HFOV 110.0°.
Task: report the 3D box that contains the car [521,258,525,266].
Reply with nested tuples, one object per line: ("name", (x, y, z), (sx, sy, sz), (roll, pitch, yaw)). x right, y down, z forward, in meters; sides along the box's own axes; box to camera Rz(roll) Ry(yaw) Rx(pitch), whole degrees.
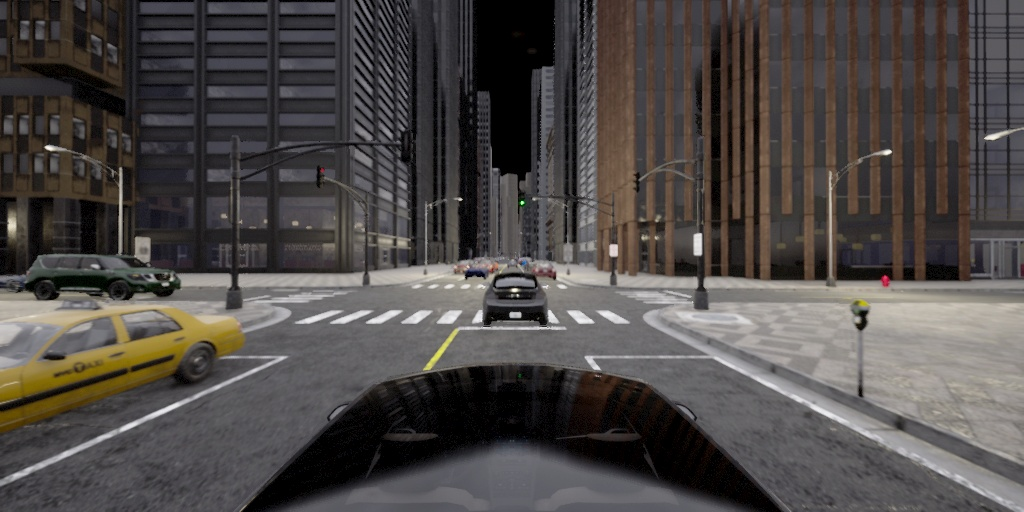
("car", (2.768, 1.411, 53.909), (1.948, 1.339, 4.313), (0, 0, 0))

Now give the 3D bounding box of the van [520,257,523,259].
("van", (2.768, 1.210, 65.126), (1.690, 1.789, 3.998), (0, 0, 0))

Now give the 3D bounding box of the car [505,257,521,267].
("car", (0.112, 1.411, 62.480), (2.033, 1.411, 5.357), (0, 0, 0))

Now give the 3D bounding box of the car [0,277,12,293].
("car", (-24.297, 1.259, 19.523), (5.357, 1.411, 2.033), (0, 0, 0))

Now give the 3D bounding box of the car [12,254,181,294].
("car", (-18.522, 0.937, 16.378), (5.566, 2.045, 2.150), (0, 0, 1))

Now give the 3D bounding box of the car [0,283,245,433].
("car", (-5.762, 1.280, 4.510), (1.751, 1.417, 4.829), (0, 0, 0))

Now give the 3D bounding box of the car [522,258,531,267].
("car", (2.767, 1.384, 48.300), (2.007, 1.370, 4.403), (0, 0, 0))

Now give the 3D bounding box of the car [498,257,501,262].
("car", (-3.066, 1.192, 51.647), (2.097, 1.767, 4.553), (0, 0, 0))

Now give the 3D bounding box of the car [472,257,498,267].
("car", (-3.083, 1.173, 41.697), (2.097, 1.767, 4.553), (0, 0, 0))

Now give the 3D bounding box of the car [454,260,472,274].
("car", (-5.759, 1.262, 42.673), (1.967, 1.591, 4.097), (0, 0, 0))

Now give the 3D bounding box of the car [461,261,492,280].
("car", (-3.087, 1.403, 32.004), (1.895, 1.301, 4.718), (0, 0, 0))

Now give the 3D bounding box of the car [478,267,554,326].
("car", (0.097, 1.271, 11.705), (1.837, 1.490, 4.892), (0, 0, 0))

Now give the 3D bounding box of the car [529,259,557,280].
("car", (2.766, 1.241, 31.473), (1.967, 1.591, 4.097), (0, 0, 0))
